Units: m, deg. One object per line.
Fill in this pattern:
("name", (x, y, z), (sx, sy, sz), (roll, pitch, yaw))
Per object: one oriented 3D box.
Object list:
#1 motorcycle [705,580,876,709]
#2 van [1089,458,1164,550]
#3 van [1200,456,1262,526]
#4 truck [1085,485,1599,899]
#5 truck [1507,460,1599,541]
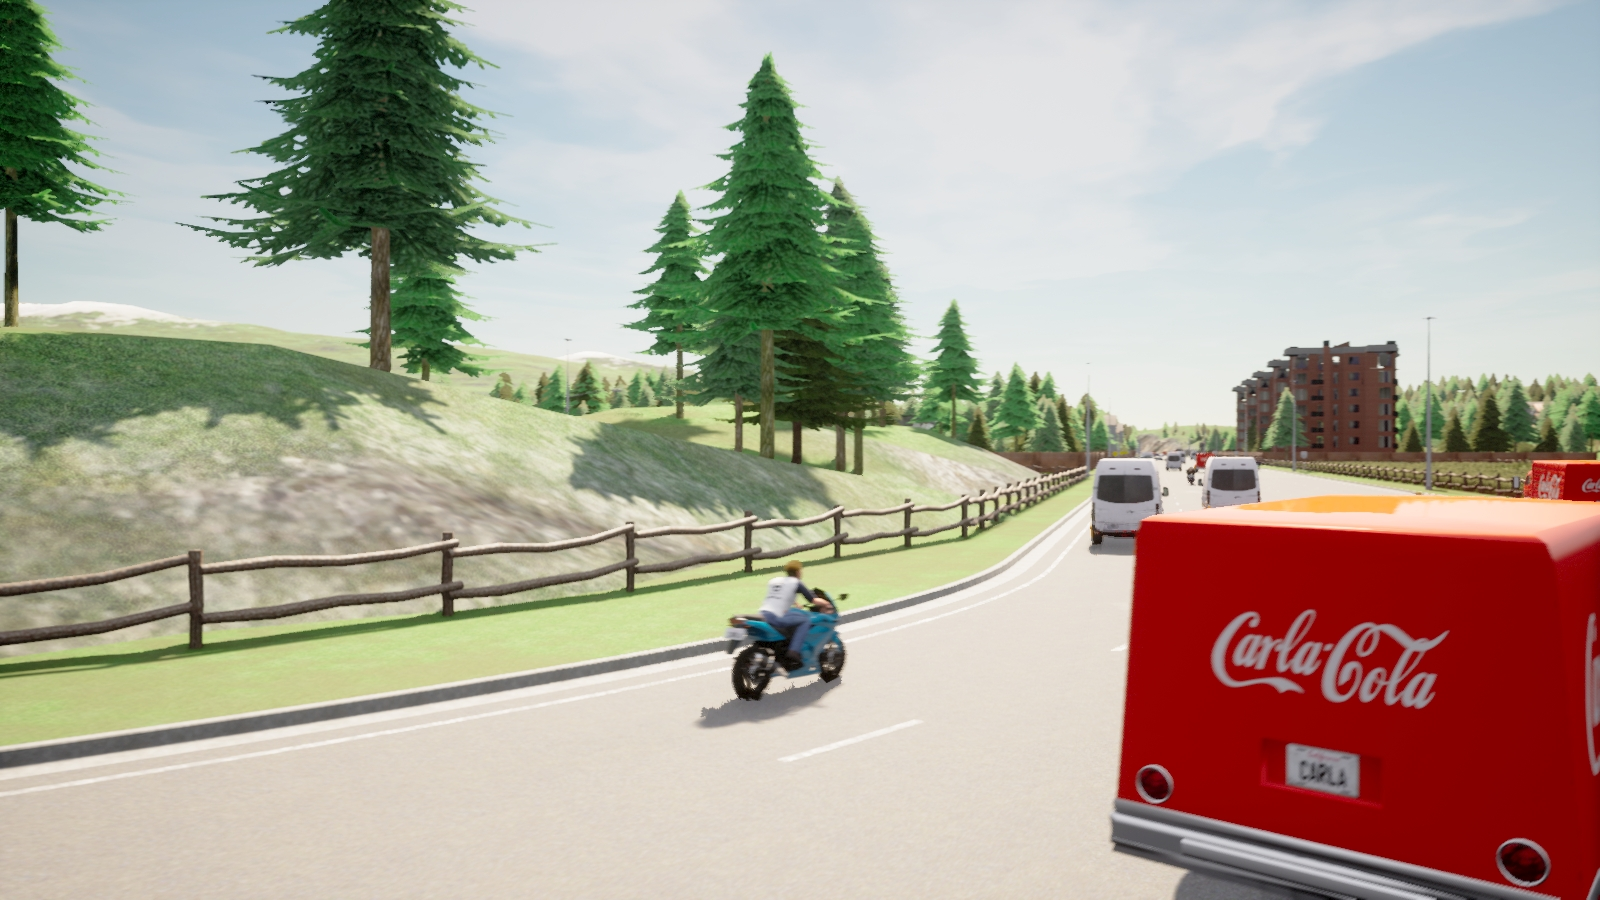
("motorcycle", (-0.073, 2.191, 13.245), (0.803, 1.199, 2.033), (-4, -3, 40))
("van", (10.241, 1.552, 35.573), (1.988, 2.561, 5.915), (0, 0, 18))
("van", (17.155, 1.557, 45.669), (1.988, 2.561, 5.915), (0, 0, 18))
("truck", (4.429, 1.573, 7.865), (2.627, 2.467, 5.204), (0, 0, 42))
("truck", (25.857, 1.590, 38.117), (2.627, 2.467, 5.204), (0, 0, 17))
